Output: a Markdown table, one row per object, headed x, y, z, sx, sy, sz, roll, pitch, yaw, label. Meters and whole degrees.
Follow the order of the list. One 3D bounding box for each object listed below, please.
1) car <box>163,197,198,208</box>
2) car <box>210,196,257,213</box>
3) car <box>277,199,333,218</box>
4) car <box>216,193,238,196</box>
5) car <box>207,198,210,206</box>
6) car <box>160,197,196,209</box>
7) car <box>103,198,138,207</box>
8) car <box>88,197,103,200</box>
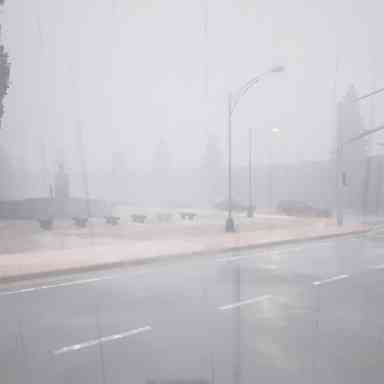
| x | y | z | sx | sy | sz | roll | pitch | yaw | label |
| --- | --- | --- | --- | --- | --- | --- | --- | --- | --- |
| -1.769 | 1.478 | 49.281 | 5.008 | 1.535 | 1.882 | 0 | 0 | 35 | car |
| 4.862 | 1.547 | 38.142 | 2.033 | 1.411 | 5.357 | 0 | 0 | -38 | car |
| 10.496 | 1.526 | 30.430 | 1.812 | 1.442 | 4.674 | 0 | 0 | -35 | car |
| 5.660 | 1.352 | 42.449 | 2.097 | 1.767 | 4.553 | 0 | 0 | -42 | car |
| 4.961 | 1.221 | 53.249 | 5.566 | 2.045 | 2.150 | 0 | 0 | 40 | car |
| -2.122 | 1.505 | 45.187 | 4.892 | 1.490 | 1.837 | 0 | 0 | 38 | car |
| -10.641 | 1.601 | 50.517 | 4.718 | 1.301 | 1.895 | 0 | 0 | 25 | car |
| -19.303 | 1.600 | 64.099 | 4.718 | 1.301 | 1.895 | 0 | 0 | 10 | car |
